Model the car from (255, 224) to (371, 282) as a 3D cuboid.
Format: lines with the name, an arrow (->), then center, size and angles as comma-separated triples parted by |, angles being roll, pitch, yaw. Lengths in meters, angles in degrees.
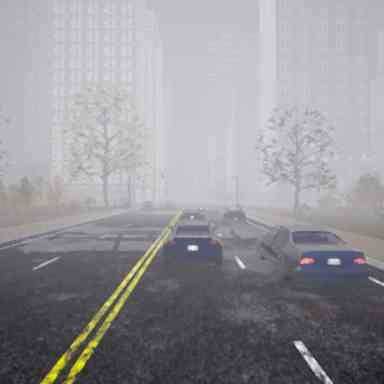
car -> 3.271, 1.675, 10.158 | 2.033, 1.411, 5.357 | 0, -1, 0

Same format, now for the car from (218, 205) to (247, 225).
car -> 3.291, 1.825, 27.302 | 2.128, 1.511, 4.902 | 0, -1, 1

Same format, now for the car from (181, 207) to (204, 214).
car -> 0.043, 1.899, 27.416 | 1.994, 1.385, 4.181 | 0, -1, 1

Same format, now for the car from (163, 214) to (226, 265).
car -> 0.043, 1.719, 12.284 | 1.994, 1.385, 4.181 | 0, -1, 1

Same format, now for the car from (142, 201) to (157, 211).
car -> -6.548, 2.110, 51.094 | 1.837, 1.490, 4.892 | 0, -1, 0

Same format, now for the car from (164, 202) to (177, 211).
car -> -3.293, 2.211, 51.735 | 1.895, 1.301, 4.718 | 0, -1, 1
